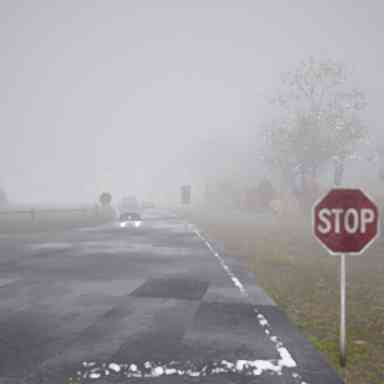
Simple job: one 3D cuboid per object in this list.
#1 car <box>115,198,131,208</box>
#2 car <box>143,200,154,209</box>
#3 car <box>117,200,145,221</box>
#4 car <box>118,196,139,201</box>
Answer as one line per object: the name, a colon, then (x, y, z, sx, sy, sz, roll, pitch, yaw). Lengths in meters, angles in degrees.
car: (-11.345, 1.828, 54.732, 2.128, 1.511, 4.902, 0, 0, -17)
car: (-6.948, 1.867, 50.068, 1.994, 1.385, 4.181, 0, 0, -15)
car: (-5.534, 1.734, 29.921, 2.033, 1.411, 5.357, 0, 0, -9)
car: (-7.957, 1.480, 42.111, 2.150, 2.045, 5.566, 0, 0, -13)
